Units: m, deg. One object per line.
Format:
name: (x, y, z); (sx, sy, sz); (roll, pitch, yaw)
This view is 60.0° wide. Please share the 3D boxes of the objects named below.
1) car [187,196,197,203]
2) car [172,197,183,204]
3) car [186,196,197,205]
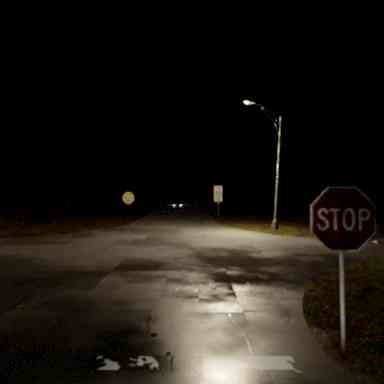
car: (-0.033, 1.545, 71.130); (1.994, 1.385, 4.181); (0, 0, 0)
car: (-2.780, 1.642, 65.288); (2.033, 1.411, 5.357); (0, 0, 0)
car: (-0.028, 1.662, 61.076); (1.994, 1.385, 4.181); (0, 0, 0)
